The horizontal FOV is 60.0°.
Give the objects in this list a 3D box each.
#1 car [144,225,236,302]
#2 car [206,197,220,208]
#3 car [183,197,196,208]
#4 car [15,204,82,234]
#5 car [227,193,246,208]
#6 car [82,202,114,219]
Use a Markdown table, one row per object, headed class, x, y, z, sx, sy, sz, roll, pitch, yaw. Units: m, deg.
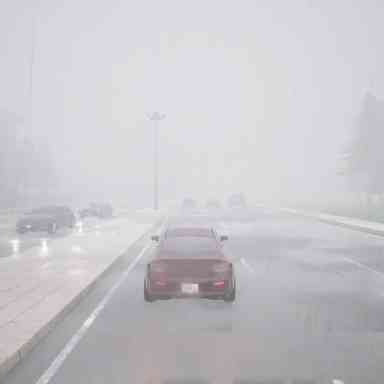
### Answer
| class | x | y | z | sx | sy | sz | roll | pitch | yaw |
| --- | --- | --- | --- | --- | --- | --- | --- | --- | --- |
| car | -0.057 | 1.526 | 8.148 | 1.812 | 1.442 | 4.674 | 0 | 0 | -1 |
| car | 3.058 | 1.526 | 49.235 | 1.812 | 1.442 | 4.674 | 0 | 0 | -1 |
| car | -0.442 | 1.505 | 49.194 | 1.837 | 1.490 | 4.892 | 0 | 0 | -1 |
| car | -8.246 | 1.505 | 19.180 | 1.837 | 1.490 | 4.892 | 0 | 0 | 0 |
| car | 6.558 | 1.221 | 49.221 | 2.150 | 2.045 | 5.566 | 0 | 0 | -1 |
| car | -8.284 | 1.601 | 29.124 | 1.895 | 1.301 | 4.718 | 0 | 0 | 0 |
